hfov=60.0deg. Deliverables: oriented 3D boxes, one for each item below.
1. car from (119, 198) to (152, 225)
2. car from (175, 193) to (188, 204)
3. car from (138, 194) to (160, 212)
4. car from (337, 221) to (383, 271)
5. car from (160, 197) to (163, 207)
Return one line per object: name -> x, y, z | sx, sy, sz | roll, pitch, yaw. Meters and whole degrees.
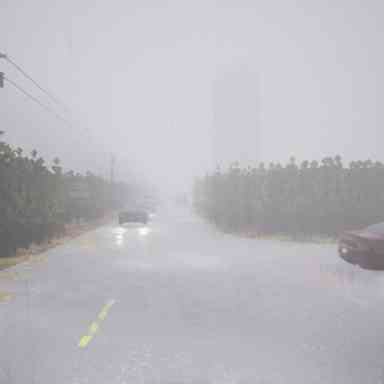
car -> -4.193, 1.476, 24.524 | 1.882, 1.535, 5.008 | 0, 0, -4
car -> -1.950, 1.217, 61.686 | 2.150, 2.045, 5.566 | 0, 0, 3
car -> -5.238, 1.217, 38.040 | 2.150, 2.045, 5.566 | 0, 0, -2
car -> 6.701, 1.477, 9.155 | 5.008, 1.535, 1.882 | 0, 0, 2
car -> -5.666, 1.474, 52.370 | 1.882, 1.535, 5.008 | 0, 0, 1
